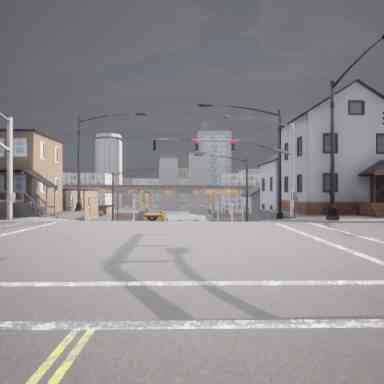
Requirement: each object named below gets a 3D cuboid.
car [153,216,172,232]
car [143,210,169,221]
[{"bbox_3d":[-3.775,4.235,43.646,2.128,1.511,4.902,0,-13,-1],"label":"car"},{"bbox_3d":[-3.669,2.535,33.423,1.882,1.535,5.008,0,-9,1],"label":"car"}]
